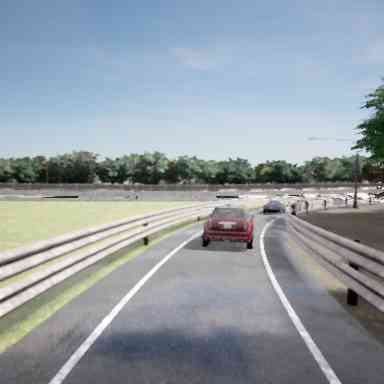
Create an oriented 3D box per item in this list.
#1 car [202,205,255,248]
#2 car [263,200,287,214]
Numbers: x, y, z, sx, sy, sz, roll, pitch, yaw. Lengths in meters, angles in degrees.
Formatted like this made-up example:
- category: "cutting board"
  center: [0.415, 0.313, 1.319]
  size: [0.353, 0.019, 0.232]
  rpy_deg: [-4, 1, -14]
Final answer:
- category: "car"
  center: [1.808, 1.392, 15.405]
  size: [2.097, 1.767, 4.553]
  rpy_deg: [1, 0, 10]
- category: "car"
  center: [9.351, 1.635, 36.994]
  size: [1.994, 1.385, 4.181]
  rpy_deg: [2, 1, 28]
